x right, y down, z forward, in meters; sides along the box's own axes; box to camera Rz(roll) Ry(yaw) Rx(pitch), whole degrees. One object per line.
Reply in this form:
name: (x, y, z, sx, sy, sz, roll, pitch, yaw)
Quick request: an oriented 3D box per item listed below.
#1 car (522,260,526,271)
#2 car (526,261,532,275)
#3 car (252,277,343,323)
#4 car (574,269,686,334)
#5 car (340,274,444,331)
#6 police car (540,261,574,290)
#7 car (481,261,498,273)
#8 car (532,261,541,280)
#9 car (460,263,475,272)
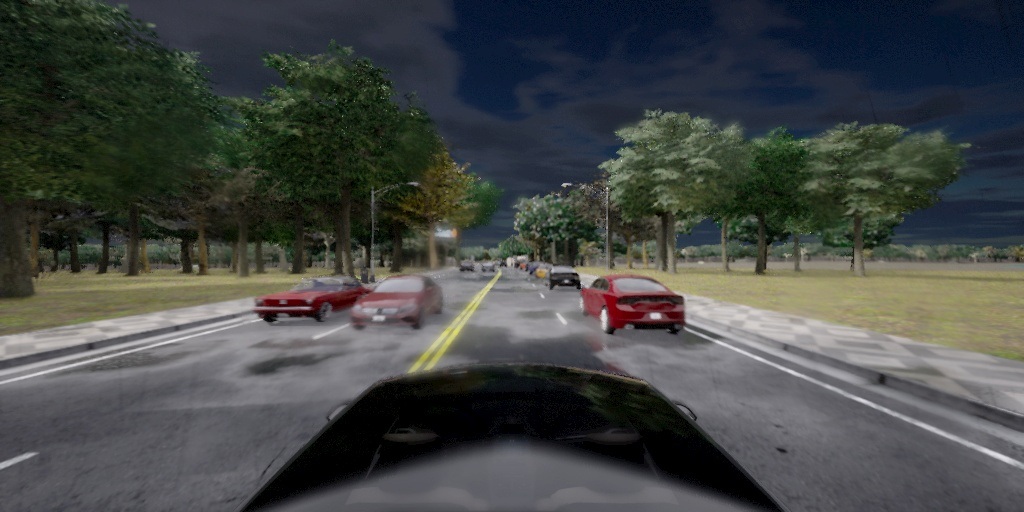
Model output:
car: (3.047, 1.716, 57.004, 1.837, 1.490, 4.892, 0, -1, -2)
car: (3.234, 1.450, 45.859, 2.097, 1.767, 4.553, 0, -1, 0)
car: (-6.603, 1.417, 12.555, 1.895, 1.301, 4.718, 0, 0, 0)
car: (3.347, 1.282, 10.874, 1.882, 1.535, 5.008, 0, -1, 0)
car: (-3.352, 1.334, 11.373, 1.812, 1.442, 4.674, 0, 0, 0)
police car: (3.244, 1.325, 23.972, 1.930, 1.638, 5.238, 0, 0, 0)
car: (-3.440, 1.690, 52.279, 1.812, 1.442, 4.674, 0, 0, -1)
car: (3.242, 1.452, 35.053, 1.801, 1.575, 5.366, 0, -1, 0)
car: (-6.707, 1.734, 54.233, 2.033, 1.411, 5.357, 0, -1, -1)
